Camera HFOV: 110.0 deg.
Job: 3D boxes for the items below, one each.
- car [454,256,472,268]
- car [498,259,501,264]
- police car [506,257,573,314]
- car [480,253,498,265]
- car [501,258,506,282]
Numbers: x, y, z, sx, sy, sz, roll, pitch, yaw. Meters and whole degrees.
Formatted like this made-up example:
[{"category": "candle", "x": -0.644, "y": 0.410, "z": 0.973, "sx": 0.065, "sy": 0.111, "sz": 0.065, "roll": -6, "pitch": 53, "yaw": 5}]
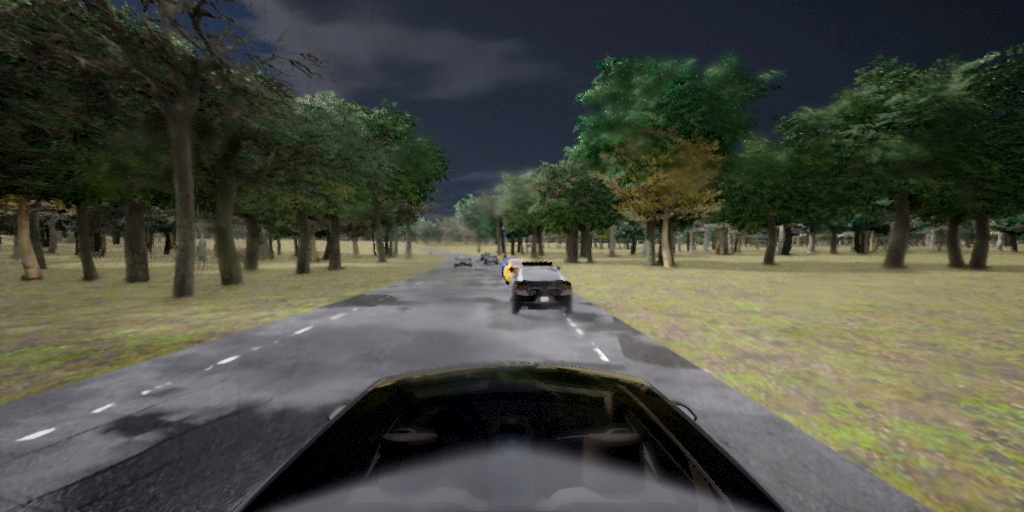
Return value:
[{"category": "car", "x": -5.653, "y": 0.662, "z": 41.917, "sx": 1.994, "sy": 1.385, "sz": 4.181, "roll": 0, "pitch": 1, "yaw": -6}, {"category": "car", "x": 0.114, "y": 0.787, "z": 28.921, "sx": 1.882, "sy": 1.535, "sz": 5.008, "roll": 0, "pitch": 1, "yaw": -4}, {"category": "police car", "x": 0.888, "y": 1.002, "z": 12.940, "sx": 1.930, "sy": 1.638, "sz": 5.238, "roll": 0, "pitch": 1, "yaw": -2}, {"category": "car", "x": -2.968, "y": 0.409, "z": 50.955, "sx": 2.128, "sy": 1.511, "sz": 4.902, "roll": 0, "pitch": 1, "yaw": -7}, {"category": "car", "x": 0.479, "y": 0.891, "z": 22.891, "sx": 1.882, "sy": 1.535, "sz": 5.008, "roll": 0, "pitch": 1, "yaw": -3}]
